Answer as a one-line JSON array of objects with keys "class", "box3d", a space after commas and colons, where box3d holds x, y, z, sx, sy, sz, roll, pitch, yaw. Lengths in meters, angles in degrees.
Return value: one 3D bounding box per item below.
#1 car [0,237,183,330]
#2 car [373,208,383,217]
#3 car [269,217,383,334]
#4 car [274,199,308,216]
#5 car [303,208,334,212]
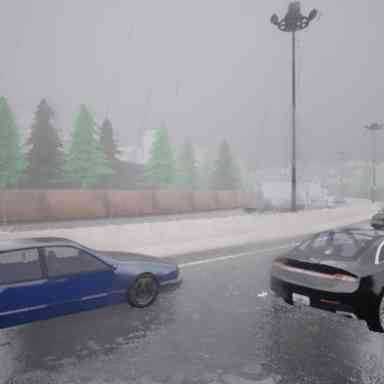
[{"class": "car", "box3d": [-2.790, 1.573, 6.165, 5.357, 1.411, 2.033, 0, 0, -37]}, {"class": "car", "box3d": [12.287, 1.580, 19.958, 2.033, 1.411, 5.357, 0, 0, 42]}, {"class": "car", "box3d": [3.635, 1.505, 6.864, 4.902, 1.511, 2.128, 0, 0, -39]}, {"class": "car", "box3d": [10.466, 1.558, 34.802, 1.882, 1.535, 5.008, 0, 0, 35]}, {"class": "car", "box3d": [12.218, 1.591, 31.281, 1.812, 1.442, 4.674, 0, 0, 36]}]
